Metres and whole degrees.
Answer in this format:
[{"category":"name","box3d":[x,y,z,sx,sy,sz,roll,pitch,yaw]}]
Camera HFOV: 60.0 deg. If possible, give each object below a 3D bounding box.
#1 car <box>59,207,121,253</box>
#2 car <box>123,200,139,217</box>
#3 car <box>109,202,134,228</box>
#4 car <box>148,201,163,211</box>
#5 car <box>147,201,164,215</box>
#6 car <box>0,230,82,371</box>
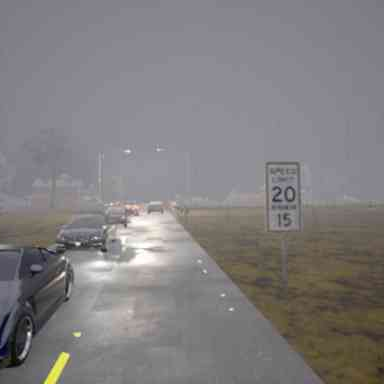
[{"category":"car","box3d":[-4.373,1.631,14.322,1.837,1.490,4.892,0,0,-7]},{"category":"car","box3d":[-6.744,1.689,35.414,2.097,1.767,4.553,0,-1,-6]},{"category":"car","box3d":[-5.537,1.744,24.408,1.812,1.442,4.674,0,-1,-6]},{"category":"car","box3d":[-5.553,2.058,50.316,2.033,1.411,5.357,0,-1,-7]},{"category":"car","box3d":[-4.361,1.871,39.957,2.128,1.511,4.902,0,-1,-7]},{"category":"car","box3d":[-3.369,1.617,5.572,1.994,1.385,4.181,0,0,-7]}]
